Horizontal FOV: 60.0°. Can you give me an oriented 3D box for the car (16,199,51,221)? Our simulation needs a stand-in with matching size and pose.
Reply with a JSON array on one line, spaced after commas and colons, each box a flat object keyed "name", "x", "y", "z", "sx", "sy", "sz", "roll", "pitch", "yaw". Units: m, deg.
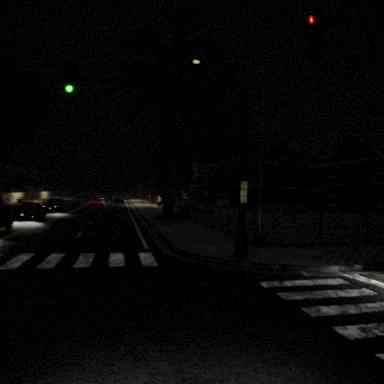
[{"name": "car", "x": -12.965, "y": 1.508, "z": 26.560, "sx": 1.994, "sy": 1.385, "sz": 4.181, "roll": 2, "pitch": 0, "yaw": -12}]

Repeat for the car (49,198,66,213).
[{"name": "car", "x": -15.130, "y": 1.425, "z": 36.737, "sx": 1.837, "sy": 1.490, "sz": 4.892, "roll": 2, "pitch": 0, "yaw": -12}]

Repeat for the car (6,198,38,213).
[{"name": "car", "x": -18.322, "y": 1.423, "z": 36.106, "sx": 1.895, "sy": 1.301, "sz": 4.718, "roll": 2, "pitch": 0, "yaw": -12}]

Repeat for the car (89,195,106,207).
[{"name": "car", "x": -14.697, "y": 1.510, "z": 51.149, "sx": 1.895, "sy": 1.301, "sz": 4.718, "roll": 2, "pitch": 0, "yaw": -12}]

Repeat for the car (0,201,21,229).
[{"name": "car", "x": -11.105, "y": 1.410, "z": 17.859, "sx": 1.837, "sy": 1.490, "sz": 4.892, "roll": 2, "pitch": -1, "yaw": -12}]

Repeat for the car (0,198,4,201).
[{"name": "car", "x": -16.223, "y": 1.199, "z": 26.282, "sx": 2.097, "sy": 1.767, "sz": 4.553, "roll": 2, "pitch": 0, "yaw": -12}]

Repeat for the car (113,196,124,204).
[{"name": "car", "x": -13.453, "y": 1.403, "z": 60.921, "sx": 1.882, "sy": 1.535, "sz": 5.008, "roll": 2, "pitch": 0, "yaw": -12}]
